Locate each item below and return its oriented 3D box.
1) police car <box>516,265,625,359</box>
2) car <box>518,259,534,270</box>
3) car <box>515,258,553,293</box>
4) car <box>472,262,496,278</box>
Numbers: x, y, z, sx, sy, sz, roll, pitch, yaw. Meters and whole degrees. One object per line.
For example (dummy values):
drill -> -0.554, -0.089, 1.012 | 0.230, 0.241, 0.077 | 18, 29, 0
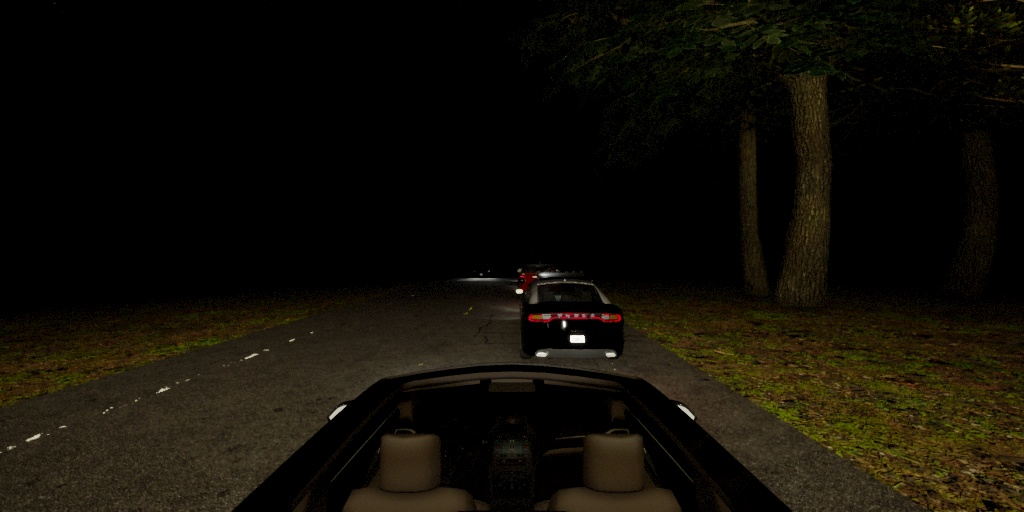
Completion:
police car -> 1.125, 1.170, 8.528 | 1.930, 1.638, 5.238 | 0, 0, 1
car -> 2.052, 1.230, 50.919 | 2.033, 1.411, 5.357 | 0, 0, 4
car -> 1.342, 1.083, 18.349 | 2.097, 1.767, 4.553 | 0, 0, 2
car -> -2.559, 1.254, 34.130 | 2.033, 1.411, 5.357 | 0, 0, 3
